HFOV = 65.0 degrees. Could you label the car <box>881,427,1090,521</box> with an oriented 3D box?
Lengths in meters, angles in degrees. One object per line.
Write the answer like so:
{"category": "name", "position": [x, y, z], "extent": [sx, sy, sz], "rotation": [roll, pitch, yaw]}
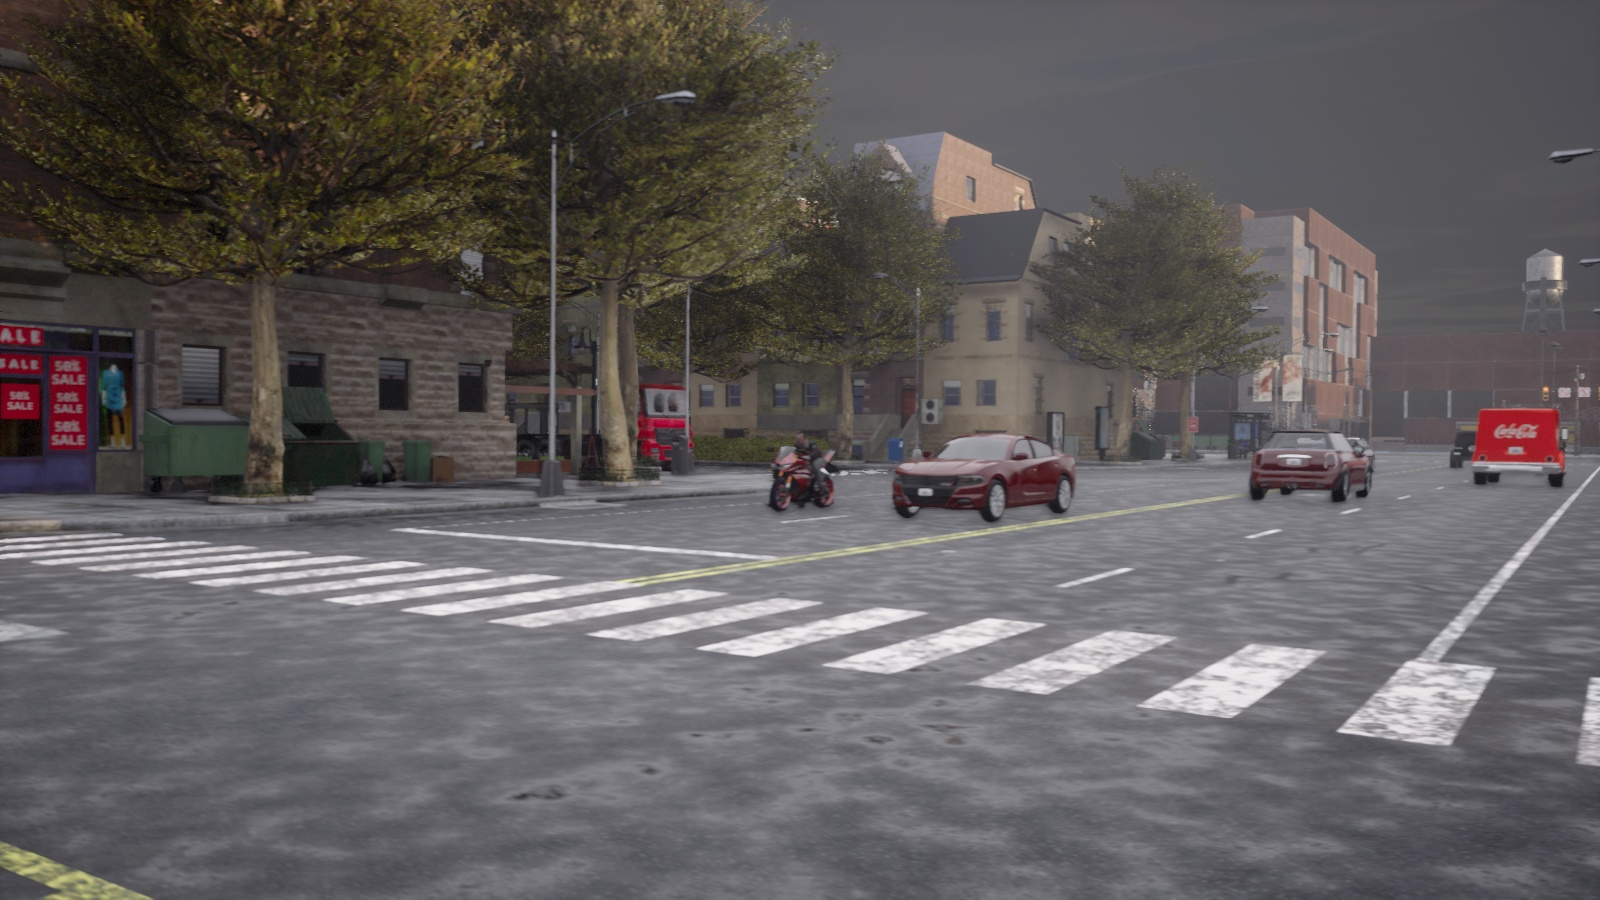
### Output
{"category": "car", "position": [3.560, 0.360, 23.197], "extent": [1.882, 1.535, 5.008], "rotation": [0, 1, 33]}

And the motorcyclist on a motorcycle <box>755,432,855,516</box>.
{"category": "motorcyclist on a motorcycle", "position": [0.130, 0.433, 24.345], "extent": [0.866, 1.530, 2.191], "rotation": [0, 1, 33]}

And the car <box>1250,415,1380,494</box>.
{"category": "car", "position": [12.637, 0.057, 30.652], "extent": [2.097, 1.767, 4.553], "rotation": [0, 1, 33]}

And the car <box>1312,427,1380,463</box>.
{"category": "car", "position": [22.986, -0.232, 52.793], "extent": [1.970, 1.475, 3.806], "rotation": [0, 1, 34]}

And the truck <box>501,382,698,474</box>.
{"category": "truck", "position": [-8.144, -0.867, 50.531], "extent": [7.936, 3.462, 2.891], "rotation": [0, 1, 34]}

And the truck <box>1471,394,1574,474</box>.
{"category": "truck", "position": [23.899, -0.538, 41.441], "extent": [2.627, 2.467, 5.204], "rotation": [0, 1, 33]}

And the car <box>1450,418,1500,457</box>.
{"category": "car", "position": [34.096, -0.646, 63.368], "extent": [1.905, 1.878, 3.866], "rotation": [0, 1, 33]}
